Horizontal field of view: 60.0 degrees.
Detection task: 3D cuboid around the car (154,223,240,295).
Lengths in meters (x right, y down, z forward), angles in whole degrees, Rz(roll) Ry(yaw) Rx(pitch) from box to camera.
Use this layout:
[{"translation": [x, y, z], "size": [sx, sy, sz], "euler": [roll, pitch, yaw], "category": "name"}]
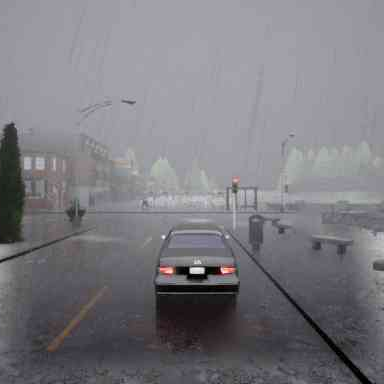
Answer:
[{"translation": [0.098, 1.547, 8.855], "size": [2.033, 1.411, 5.357], "euler": [0, 0, 0], "category": "car"}]
